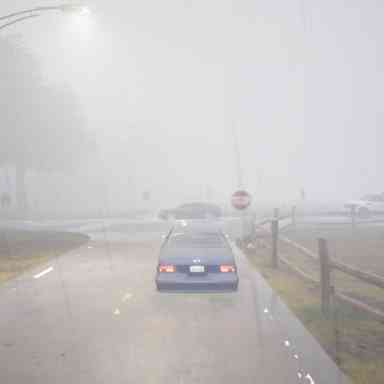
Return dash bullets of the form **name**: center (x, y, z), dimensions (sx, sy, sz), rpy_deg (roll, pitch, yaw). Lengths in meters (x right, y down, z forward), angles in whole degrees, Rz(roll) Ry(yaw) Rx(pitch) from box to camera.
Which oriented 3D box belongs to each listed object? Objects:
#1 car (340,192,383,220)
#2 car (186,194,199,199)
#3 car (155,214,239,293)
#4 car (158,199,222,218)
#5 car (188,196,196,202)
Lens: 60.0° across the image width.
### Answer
- **car**: center (14.476, 1.037, 25.682), dimensions (5.566, 2.045, 2.150), rpy_deg (-1, 1, 0)
- **car**: center (0.092, 1.332, 62.334), dimensions (2.150, 2.045, 5.566), rpy_deg (0, 0, 0)
- **car**: center (0.095, 1.549, 8.999), dimensions (2.033, 1.411, 5.357), rpy_deg (0, 0, 0)
- **car**: center (-0.169, 1.511, 25.792), dimensions (4.892, 1.490, 1.837), rpy_deg (0, 0, 0)
- **car**: center (-0.012, 1.764, 80.416), dimensions (1.994, 1.385, 4.181), rpy_deg (0, 0, 0)
